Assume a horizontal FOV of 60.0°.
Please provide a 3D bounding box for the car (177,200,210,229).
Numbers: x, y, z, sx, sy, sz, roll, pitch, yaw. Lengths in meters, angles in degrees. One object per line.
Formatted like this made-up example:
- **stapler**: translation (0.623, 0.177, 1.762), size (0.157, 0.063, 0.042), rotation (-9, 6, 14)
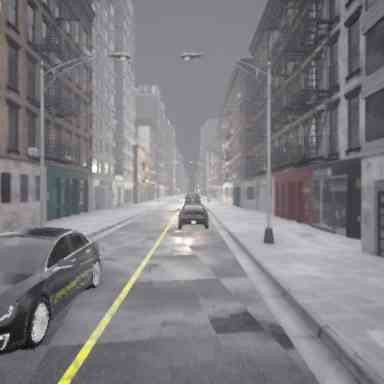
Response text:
- **car**: translation (0.091, 1.486, 21.526), size (1.837, 1.490, 4.892), rotation (0, 0, 0)

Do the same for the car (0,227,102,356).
- **car**: translation (-3.103, 1.500, 6.293), size (1.837, 1.490, 4.892), rotation (0, 0, 0)

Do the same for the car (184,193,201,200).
- **car**: translation (0.084, 1.176, 44.881), size (2.150, 2.045, 5.566), rotation (0, 0, 0)
